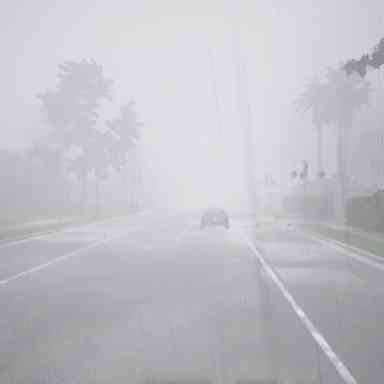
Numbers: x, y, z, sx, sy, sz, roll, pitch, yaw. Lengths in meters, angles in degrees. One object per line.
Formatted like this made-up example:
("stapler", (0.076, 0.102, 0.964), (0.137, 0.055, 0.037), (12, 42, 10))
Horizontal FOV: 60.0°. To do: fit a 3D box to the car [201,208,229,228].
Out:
("car", (1.695, 1.827, 24.440), (1.994, 1.385, 4.181), (1, -1, 4))
